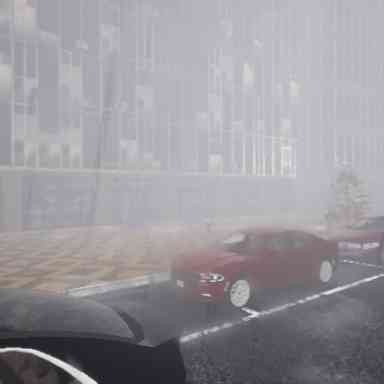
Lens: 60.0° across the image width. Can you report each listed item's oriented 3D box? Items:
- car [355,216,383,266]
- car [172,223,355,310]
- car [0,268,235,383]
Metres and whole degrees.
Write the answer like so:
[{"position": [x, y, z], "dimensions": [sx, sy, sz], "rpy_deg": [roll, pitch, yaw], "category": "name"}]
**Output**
[{"position": [6.227, 1.476, 11.033], "dimensions": [4.206, 1.307, 1.802], "rpy_deg": [-1, 1, -36], "category": "car"}, {"position": [1.600, 1.492, 7.715], "dimensions": [4.507, 1.381, 1.887], "rpy_deg": [-1, 1, -36], "category": "car"}, {"position": [-2.218, 1.513, 1.793], "dimensions": [4.892, 1.490, 1.837], "rpy_deg": [-1, 0, -36], "category": "car"}]
